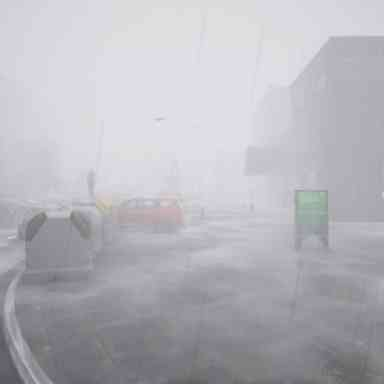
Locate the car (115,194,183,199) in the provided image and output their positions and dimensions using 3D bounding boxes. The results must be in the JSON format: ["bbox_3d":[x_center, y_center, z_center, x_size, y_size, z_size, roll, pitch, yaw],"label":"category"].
[{"bbox_3d":[-3.202,1.302,25.571,4.553,1.767,2.185,0,2,1],"label":"car"}]

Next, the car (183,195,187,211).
[{"bbox_3d":[-3.328,1.313,28.517,5.366,1.575,1.946,0,2,1],"label":"car"}]

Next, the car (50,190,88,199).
[{"bbox_3d":[-15.363,0.884,39.214,5.008,1.535,2.097,0,2,1],"label":"car"}]

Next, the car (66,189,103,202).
[{"bbox_3d":[-15.319,0.432,47.459,4.553,1.767,2.185,0,2,1],"label":"car"}]

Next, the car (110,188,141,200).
[{"bbox_3d":[-7.621,0.778,38.779,2.097,1.767,4.553,0,2,1],"label":"car"}]

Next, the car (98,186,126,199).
[{"bbox_3d":[-10.740,0.538,44.818,2.097,1.767,4.553,0,2,1],"label":"car"}]

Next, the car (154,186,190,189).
[{"bbox_3d":[-2.971,0.372,49.187,4.553,1.767,2.185,0,2,1],"label":"car"}]

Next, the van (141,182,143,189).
[{"bbox_3d":[-14.841,-0.999,81.075,4.442,1.987,1.878,0,2,1],"label":"van"}]

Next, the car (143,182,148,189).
[{"bbox_3d":[-14.844,-1.230,89.452,4.553,1.767,2.185,0,2,1],"label":"car"}]

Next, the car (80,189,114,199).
[{"bbox_3d":[-15.201,0.362,53.171,4.792,1.488,2.163,0,2,1],"label":"car"}]

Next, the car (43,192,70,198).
[{"bbox_3d":[-15.418,1.112,33.508,4.892,1.521,2.231,0,2,1],"label":"car"}]

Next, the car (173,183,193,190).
[{"bbox_3d":[-2.461,-1.575,95.188,5.566,2.045,2.435,0,2,1],"label":"car"}]

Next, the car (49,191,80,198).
[{"bbox_3d":[-15.402,0.996,36.424,4.892,1.521,2.231,0,2,1],"label":"car"}]

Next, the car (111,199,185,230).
[{"bbox_3d":[-3.194,1.517,22.747,5.008,1.535,2.097,0,2,1],"label":"car"}]

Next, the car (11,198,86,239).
[{"bbox_3d":[-7.726,1.476,18.560,2.097,1.767,4.553,0,1,-1],"label":"car"}]

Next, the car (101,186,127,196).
[{"bbox_3d":[-15.091,-0.236,64.332,4.553,1.767,2.185,0,2,1],"label":"car"}]

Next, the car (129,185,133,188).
[{"bbox_3d":[-15.123,-0.191,67.128,4.792,1.488,2.163,0,2,1],"label":"car"}]

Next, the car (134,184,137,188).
[{"bbox_3d":[-15.038,-0.402,72.712,4.674,1.452,2.002,0,2,1],"label":"car"}]

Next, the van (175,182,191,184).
[{"bbox_3d":[-2.400,-1.439,92.399,4.442,1.987,1.878,0,2,1],"label":"van"}]

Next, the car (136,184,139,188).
[{"bbox_3d":[-15.043,-0.678,75.496,4.553,1.767,2.185,0,2,1],"label":"car"}]

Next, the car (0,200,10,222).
[{"bbox_3d":[-15.527,1.516,22.453,4.892,1.521,2.231,0,1,1],"label":"car"}]

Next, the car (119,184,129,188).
[{"bbox_3d":[-15.177,-0.251,61.535,5.566,2.045,2.435,0,2,1],"label":"car"}]

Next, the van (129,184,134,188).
[{"bbox_3d":[-15.184,-0.557,69.912,4.442,1.987,1.878,0,2,1],"label":"van"}]

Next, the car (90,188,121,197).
[{"bbox_3d":[-15.206,0.140,58.756,4.792,1.488,2.163,0,2,1],"label":"car"}]

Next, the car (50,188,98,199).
[{"bbox_3d":[-15.313,0.523,41.996,5.566,2.045,2.435,0,2,1],"label":"car"}]

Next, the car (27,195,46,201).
[{"bbox_3d":[-15.484,1.328,28.052,4.892,1.521,2.231,0,2,1],"label":"car"}]

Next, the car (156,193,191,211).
[{"bbox_3d":[-2.929,1.197,31.450,5.366,1.575,1.946,0,2,1],"label":"car"}]

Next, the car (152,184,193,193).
[{"bbox_3d":[-2.884,0.135,51.992,5.566,2.045,2.435,0,2,1],"label":"car"}]

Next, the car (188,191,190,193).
[{"bbox_3d":[-3.002,0.775,43.197,4.674,1.452,2.002,0,2,1],"label":"car"}]

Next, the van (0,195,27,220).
[{"bbox_3d":[-15.388,1.206,25.251,4.442,1.987,1.878,0,2,1],"label":"van"}]

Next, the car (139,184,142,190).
[{"bbox_3d":[-14.982,-0.658,78.169,5.008,1.535,2.097,0,2,1],"label":"car"}]

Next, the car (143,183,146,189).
[{"bbox_3d":[-14.937,-0.883,83.876,4.892,1.521,2.231,0,2,1],"label":"car"}]

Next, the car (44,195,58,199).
[{"bbox_3d":[-15.453,1.256,30.842,4.674,1.452,2.002,0,2,1],"label":"car"}]

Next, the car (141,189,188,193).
[{"bbox_3d":[-3.025,0.842,37.318,4.553,1.767,2.185,0,2,1],"label":"car"}]
